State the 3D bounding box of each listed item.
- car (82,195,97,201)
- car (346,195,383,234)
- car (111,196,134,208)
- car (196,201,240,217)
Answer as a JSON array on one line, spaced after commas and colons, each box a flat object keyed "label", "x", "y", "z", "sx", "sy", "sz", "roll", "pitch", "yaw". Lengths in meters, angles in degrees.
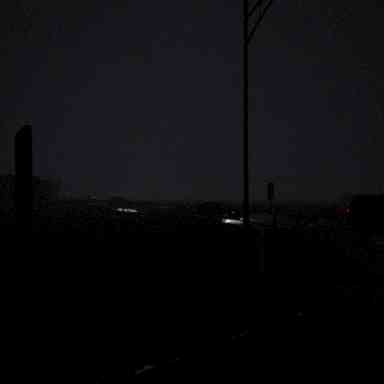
[{"label": "car", "x": -20.750, "y": 1.259, "z": 67.092, "sx": 2.128, "sy": 1.511, "sz": 4.902, "roll": -1, "pitch": 1, "yaw": -36}, {"label": "car", "x": 10.680, "y": 1.172, "z": 16.750, "sx": 2.150, "sy": 2.045, "sz": 5.566, "roll": -1, "pitch": 1, "yaw": -36}, {"label": "car", "x": -9.616, "y": 1.330, "z": 45.173, "sx": 1.882, "sy": 1.535, "sz": 5.008, "roll": -1, "pitch": 1, "yaw": -35}, {"label": "car", "x": 2.196, "y": 1.471, "z": 28.627, "sx": 1.994, "sy": 1.385, "sz": 4.181, "roll": -1, "pitch": 1, "yaw": -36}]
